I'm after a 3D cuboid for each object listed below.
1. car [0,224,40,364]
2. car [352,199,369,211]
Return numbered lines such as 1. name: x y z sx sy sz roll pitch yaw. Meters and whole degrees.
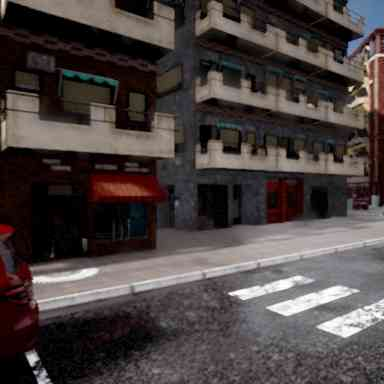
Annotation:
1. car: -4.151 1.328 3.130 5.009 1.841 2.192 -1 1 -36
2. car: 18.947 1.501 39.066 1.895 1.301 4.718 0 0 5
